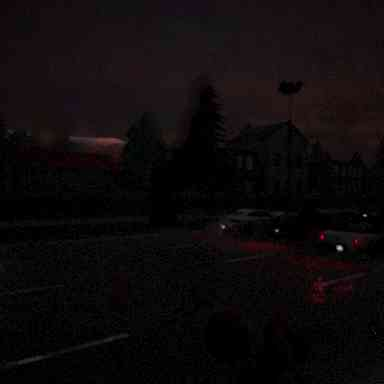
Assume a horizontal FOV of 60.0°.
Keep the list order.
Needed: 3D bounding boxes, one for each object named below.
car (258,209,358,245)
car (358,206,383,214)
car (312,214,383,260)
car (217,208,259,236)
[{"bbox_3d":[5.909,1.634,16.655,5.008,1.535,1.882,0,0,-35],"label":"car"},{"bbox_3d":[15.486,1.877,27.793,4.181,1.385,1.994,1,0,-35],"label":"car"},{"bbox_3d":[7.125,1.747,13.235,4.718,1.301,1.895,1,0,-35],"label":"car"},{"bbox_3d":[3.585,1.679,19.300,4.674,1.442,1.812,0,0,-35],"label":"car"}]
